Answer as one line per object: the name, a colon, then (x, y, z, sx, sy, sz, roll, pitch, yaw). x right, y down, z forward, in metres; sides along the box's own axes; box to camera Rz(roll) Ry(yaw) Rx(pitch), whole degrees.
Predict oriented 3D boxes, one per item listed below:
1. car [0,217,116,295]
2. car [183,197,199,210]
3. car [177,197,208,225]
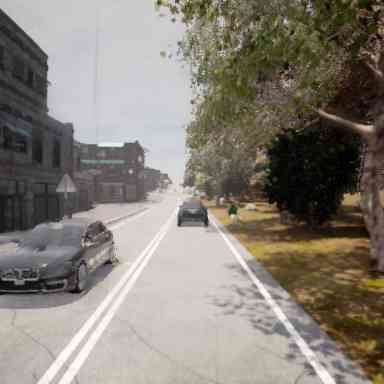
car: (-3.360, 1.504, 8.890, 1.837, 1.490, 4.892, 0, 0, 0)
car: (-0.161, 1.465, 42.459, 1.837, 1.490, 4.892, 0, 0, -1)
car: (0.047, 1.346, 24.155, 2.097, 1.767, 4.553, 0, 0, 0)
